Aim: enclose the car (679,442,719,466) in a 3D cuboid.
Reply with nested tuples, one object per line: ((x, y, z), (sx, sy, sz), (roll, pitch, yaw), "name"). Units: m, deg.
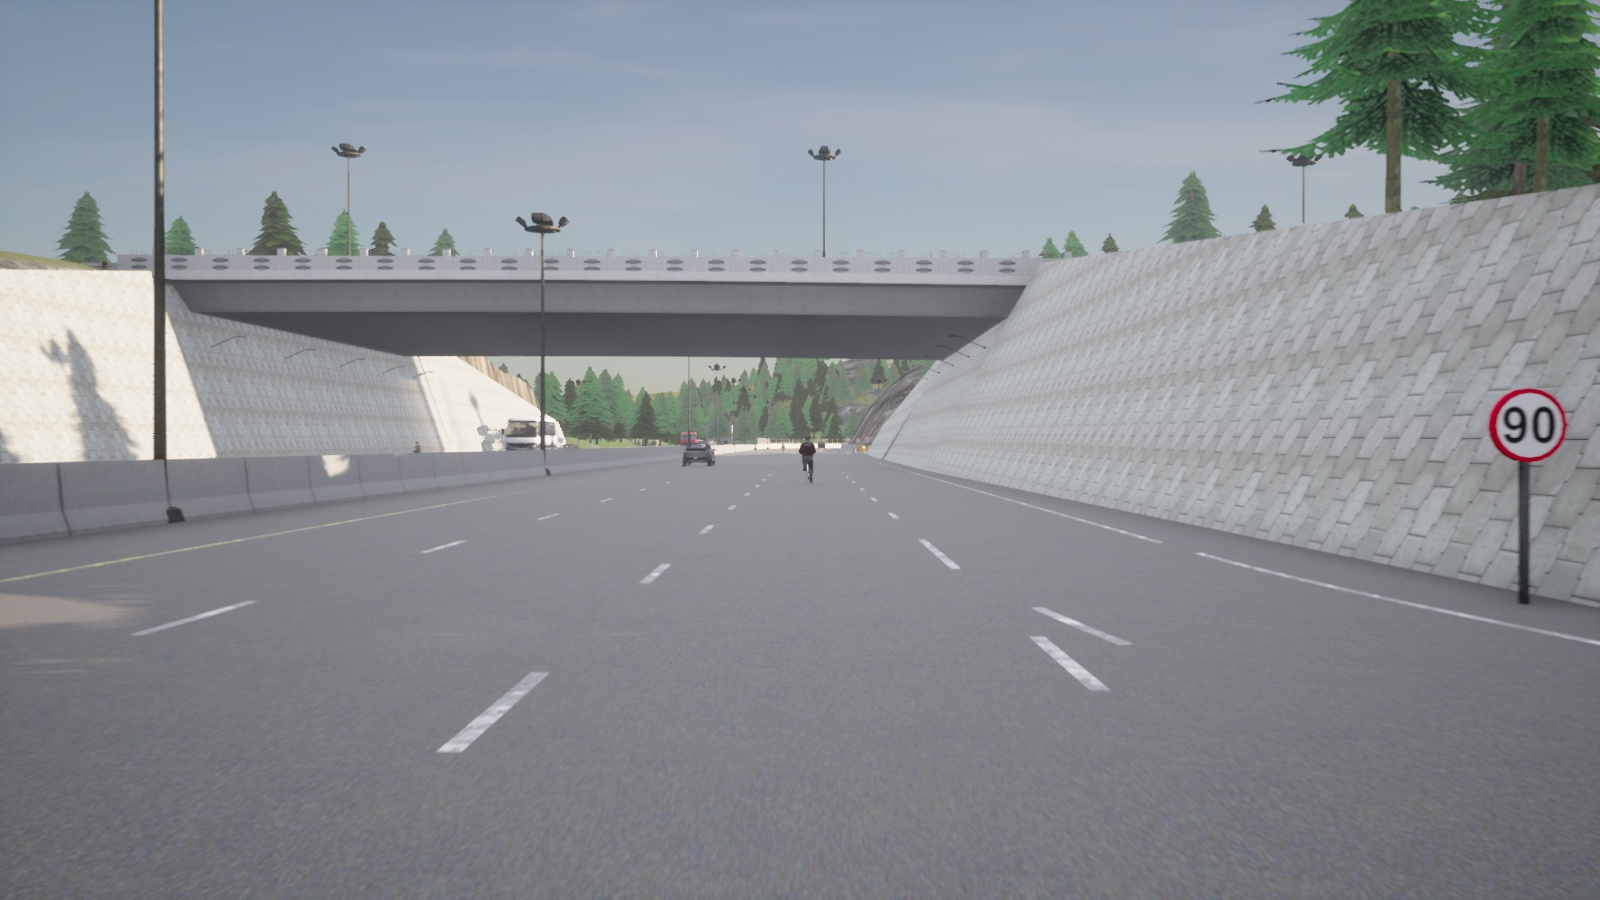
((-6.520, 0.237, 81.619), (2.128, 1.511, 4.902), (0, 0, 0), "car")
